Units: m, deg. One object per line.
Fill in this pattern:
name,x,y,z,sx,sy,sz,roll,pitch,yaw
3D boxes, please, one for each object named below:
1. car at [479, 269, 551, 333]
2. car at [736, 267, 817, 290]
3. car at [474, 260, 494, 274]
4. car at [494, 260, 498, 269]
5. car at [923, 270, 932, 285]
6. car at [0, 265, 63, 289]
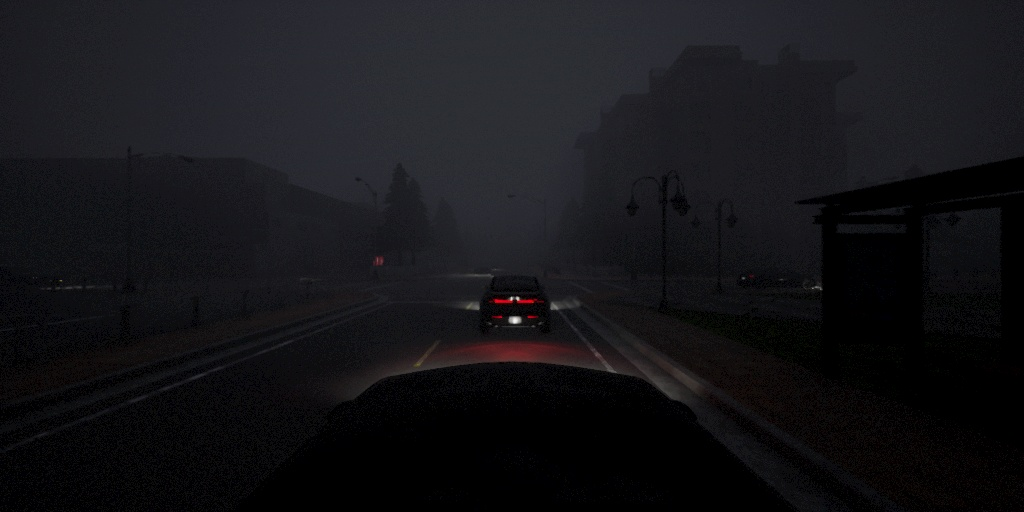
car,0.082,1.292,10.875,1.837,1.490,4.892,0,-1,0
car,16.745,1.388,22.820,4.181,1.385,1.994,0,0,0
car,-3.578,1.408,44.384,1.882,1.535,5.008,0,0,0
car,-3.507,1.488,63.304,1.882,1.535,5.008,0,-1,0
car,28.007,1.366,26.410,4.674,1.442,1.812,0,0,0
car,-32.402,1.329,23.343,4.892,1.490,1.837,0,0,1
